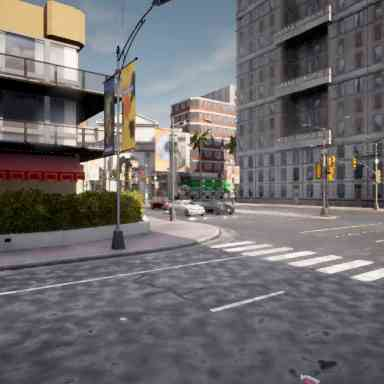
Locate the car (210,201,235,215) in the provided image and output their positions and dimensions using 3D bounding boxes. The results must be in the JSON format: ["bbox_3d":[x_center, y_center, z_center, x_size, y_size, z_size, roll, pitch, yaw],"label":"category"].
[{"bbox_3d":[2.423,1.564,33.825,1.994,1.385,4.181,0,0,-35],"label":"car"}]

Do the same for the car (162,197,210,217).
[{"bbox_3d":[-0.648,1.526,32.105,1.812,1.442,4.674,0,0,-35],"label":"car"}]

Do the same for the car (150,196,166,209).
[{"bbox_3d":[-3.444,1.352,42.198,2.097,1.767,4.553,0,0,-35],"label":"car"}]
